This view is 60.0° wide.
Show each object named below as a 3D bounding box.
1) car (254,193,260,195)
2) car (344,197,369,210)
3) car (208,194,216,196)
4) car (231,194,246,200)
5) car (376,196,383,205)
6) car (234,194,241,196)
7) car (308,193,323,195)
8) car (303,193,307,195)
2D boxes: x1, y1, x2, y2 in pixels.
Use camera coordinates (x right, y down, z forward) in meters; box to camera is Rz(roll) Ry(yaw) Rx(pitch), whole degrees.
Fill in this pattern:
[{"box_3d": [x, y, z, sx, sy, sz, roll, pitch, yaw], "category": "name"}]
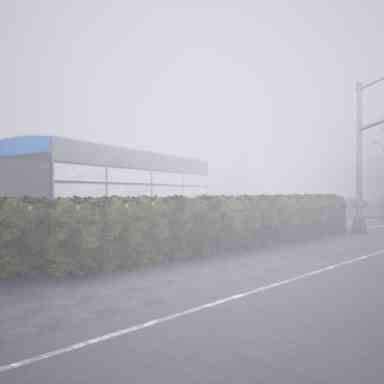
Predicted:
[{"box_3d": [16.631, 1.154, 82.385, 5.027, 1.636, 2.152, 0, 0, -41], "category": "car"}, {"box_3d": [19.277, 1.339, 39.577, 4.514, 1.523, 2.007, 0, 0, -41], "category": "car"}, {"box_3d": [4.481, 1.298, 85.273, 4.514, 1.523, 2.007, 0, 0, -41], "category": "car"}, {"box_3d": [12.221, 1.232, 87.059, 3.806, 1.475, 1.970, 0, 0, -41], "category": "car"}, {"box_3d": [31.502, 1.384, 53.928, 3.806, 1.475, 1.970, 0, 0, -41], "category": "car"}, {"box_3d": [8.906, 1.298, 63.555, 4.514, 1.523, 2.007, 0, 0, -41], "category": "car"}, {"box_3d": [27.130, 1.097, 70.705, 4.605, 1.855, 1.932, 0, 0, -41], "category": "car"}, {"box_3d": [24.932, 1.077, 72.649, 3.866, 1.878, 1.905, 0, 0, -41], "category": "car"}]
